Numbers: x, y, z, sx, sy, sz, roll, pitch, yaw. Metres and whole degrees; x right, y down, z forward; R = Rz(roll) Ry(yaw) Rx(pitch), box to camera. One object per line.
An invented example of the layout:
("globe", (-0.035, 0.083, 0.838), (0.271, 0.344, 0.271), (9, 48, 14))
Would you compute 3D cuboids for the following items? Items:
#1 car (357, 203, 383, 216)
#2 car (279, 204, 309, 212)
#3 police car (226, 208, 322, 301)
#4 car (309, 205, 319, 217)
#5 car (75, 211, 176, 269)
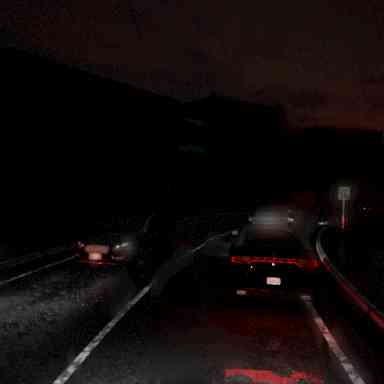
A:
("car", (21.840, 2.013, 39.415), (5.357, 1.411, 2.033), (2, 3, -33))
("car", (4.914, 1.495, 17.710), (1.801, 1.575, 5.366), (2, 0, 23))
("police car", (2.023, 1.431, 8.617), (1.930, 1.638, 5.238), (1, 0, 12))
("car", (7.372, 1.588, 22.625), (1.837, 1.490, 4.892), (3, 1, 30))
("car", (-1.941, 1.422, 11.131), (2.128, 1.511, 4.902), (1, 0, 14))
